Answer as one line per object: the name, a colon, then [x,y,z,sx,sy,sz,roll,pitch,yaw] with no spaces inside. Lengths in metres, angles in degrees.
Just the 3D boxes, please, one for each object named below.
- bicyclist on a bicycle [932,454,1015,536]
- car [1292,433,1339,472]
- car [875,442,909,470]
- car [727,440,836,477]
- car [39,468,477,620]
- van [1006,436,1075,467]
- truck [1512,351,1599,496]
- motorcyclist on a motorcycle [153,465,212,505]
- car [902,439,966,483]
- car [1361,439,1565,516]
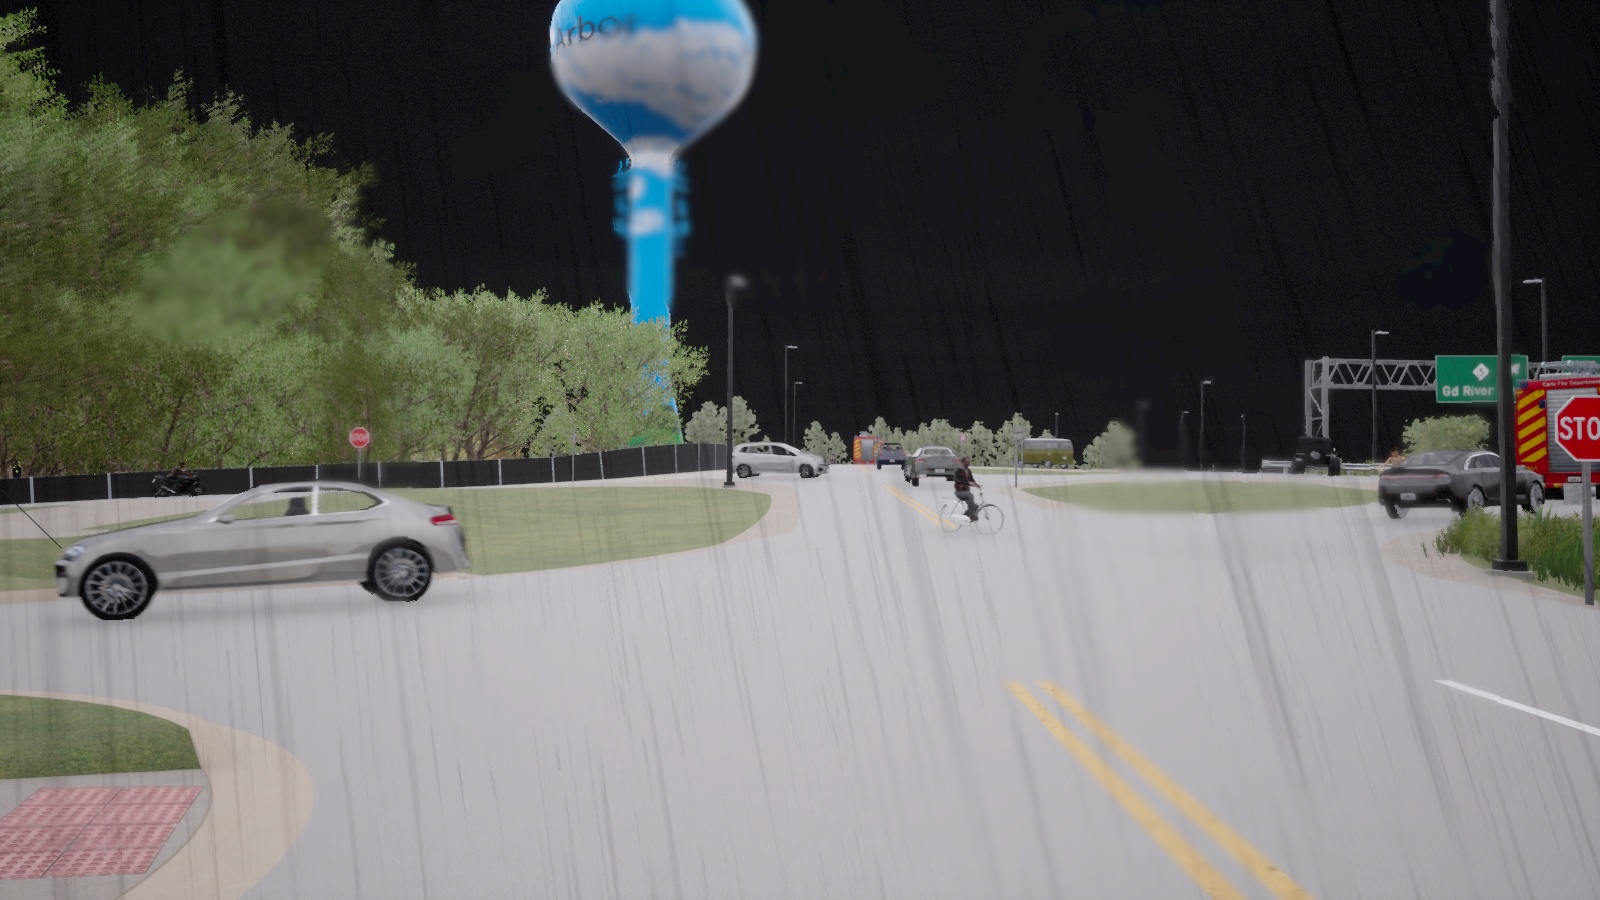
bicyclist on a bicycle: [3.868,0.988,28.106,0.659,1.776,1.843,3,-2,-41]
car: [25.617,0.121,62.358,1.905,1.878,3.866,1,0,25]
car: [5.245,0.327,72.238,1.845,1.501,3.633,0,1,2]
car: [-0.848,0.401,58.338,4.611,1.667,2.242,0,1,14]
car: [-7.087,1.159,16.767,5.027,1.651,2.152,-1,-2,-25]
van: [15.721,0.118,82.116,1.775,1.987,4.442,1,0,-35]
truck: [23.906,-0.756,36.600,8.468,3.827,2.891,-1,-1,-43]
motorcyclist on a motorcycle: [-25.962,1.458,52.818,2.044,1.523,0.797,-2,1,-36]
car: [5.641,0.424,53.412,2.152,1.651,5.027,0,2,0]
car: [15.023,0.602,28.349,4.902,1.511,2.128,-2,-1,-37]
